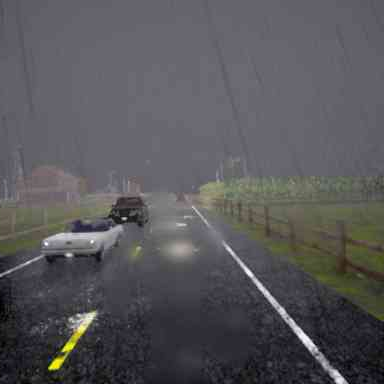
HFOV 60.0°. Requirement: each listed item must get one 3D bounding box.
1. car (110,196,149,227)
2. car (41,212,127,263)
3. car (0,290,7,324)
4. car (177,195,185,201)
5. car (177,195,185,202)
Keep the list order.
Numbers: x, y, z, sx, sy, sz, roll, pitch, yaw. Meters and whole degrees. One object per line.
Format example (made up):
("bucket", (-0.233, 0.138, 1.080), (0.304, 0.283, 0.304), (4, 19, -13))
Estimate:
("car", (-4.309, 1.313, 23.467), (2.150, 2.045, 5.566), (-2, 0, -2))
("car", (-3.947, 1.693, 12.724), (1.895, 1.301, 4.718), (-2, 0, -2))
("car", (-3.609, 1.697, 2.680), (1.895, 1.301, 4.718), (-2, 0, -2))
("car", (-2.849, 1.484, 87.384), (2.033, 1.411, 5.357), (-2, 0, -2))
("car", (-2.499, 1.493, 76.968), (1.882, 1.535, 5.008), (-2, 0, -2))
